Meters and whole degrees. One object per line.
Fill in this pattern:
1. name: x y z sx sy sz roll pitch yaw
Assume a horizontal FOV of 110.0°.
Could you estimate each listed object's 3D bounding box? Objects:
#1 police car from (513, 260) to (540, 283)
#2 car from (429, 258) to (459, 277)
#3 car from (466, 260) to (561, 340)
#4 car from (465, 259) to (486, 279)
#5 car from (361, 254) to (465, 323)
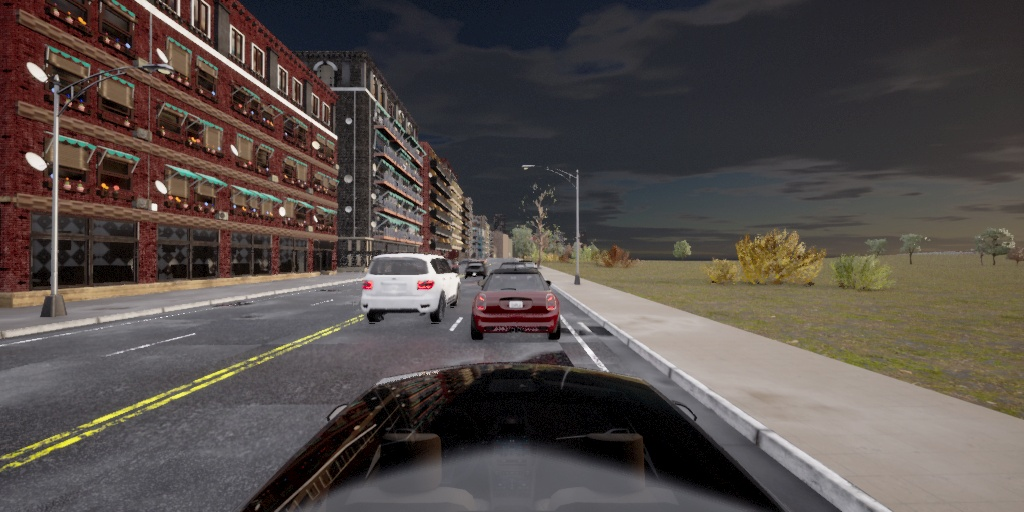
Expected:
1. police car: 1.098 1.179 29.401 1.930 1.638 5.238 0 0 0
2. car: -6.649 1.105 35.626 2.097 1.767 4.553 0 0 0
3. car: 0.081 1.103 10.133 2.097 1.767 4.553 0 0 0
4. car: -3.194 1.260 33.030 1.837 1.490 4.892 0 0 0
5. car: -3.167 0.971 12.283 2.150 2.045 5.566 0 0 0
